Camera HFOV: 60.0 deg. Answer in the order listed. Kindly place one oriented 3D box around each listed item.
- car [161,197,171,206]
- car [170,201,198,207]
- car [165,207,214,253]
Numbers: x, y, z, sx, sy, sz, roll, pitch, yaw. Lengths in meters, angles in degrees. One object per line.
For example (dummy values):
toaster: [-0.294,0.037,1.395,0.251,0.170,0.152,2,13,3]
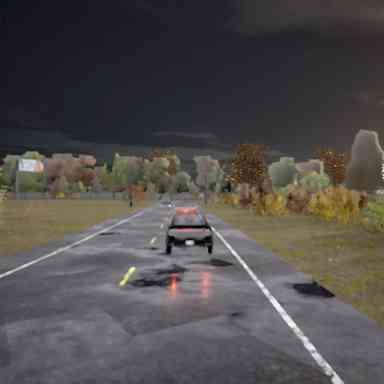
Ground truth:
car: [-5.561,1.953,70.977,2.097,1.767,4.553,0,0,-2]
car: [-0.582,1.613,29.163,2.097,1.767,4.553,0,-1,-2]
car: [-0.127,1.628,14.365,2.128,1.511,4.902,0,0,-1]
